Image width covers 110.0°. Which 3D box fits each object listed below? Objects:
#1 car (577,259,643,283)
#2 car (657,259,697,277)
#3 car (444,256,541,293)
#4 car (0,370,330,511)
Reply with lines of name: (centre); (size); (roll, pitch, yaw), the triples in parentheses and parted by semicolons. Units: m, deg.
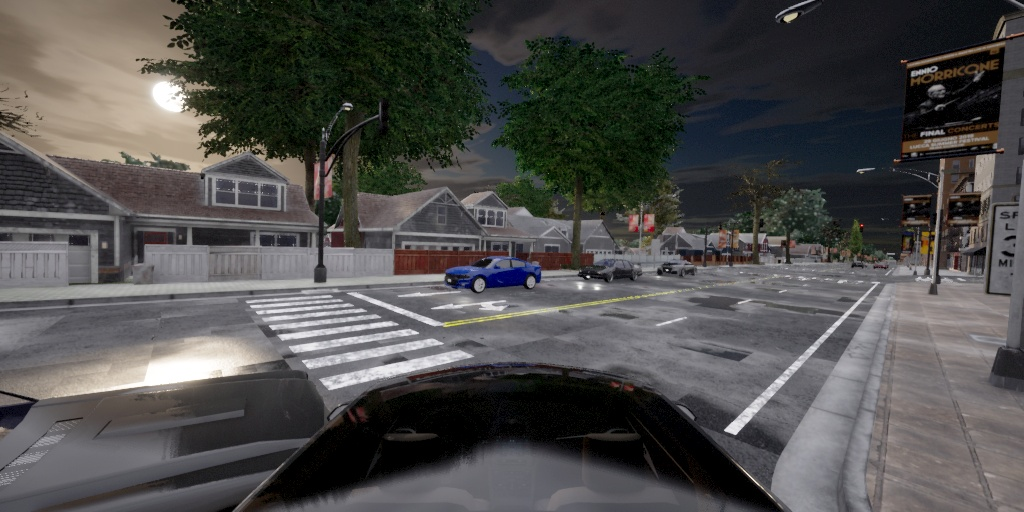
car: (6.560, 0.889, 23.415); (5.357, 1.411, 2.033); (0, 3, -43)
car: (13.920, 0.966, 30.164); (4.181, 1.385, 1.994); (0, 3, -43)
car: (-0.768, 0.762, 16.667); (5.008, 1.535, 1.882); (0, 3, -43)
car: (-3.325, 1.279, 1.540); (4.718, 1.301, 1.895); (1, 2, -33)
